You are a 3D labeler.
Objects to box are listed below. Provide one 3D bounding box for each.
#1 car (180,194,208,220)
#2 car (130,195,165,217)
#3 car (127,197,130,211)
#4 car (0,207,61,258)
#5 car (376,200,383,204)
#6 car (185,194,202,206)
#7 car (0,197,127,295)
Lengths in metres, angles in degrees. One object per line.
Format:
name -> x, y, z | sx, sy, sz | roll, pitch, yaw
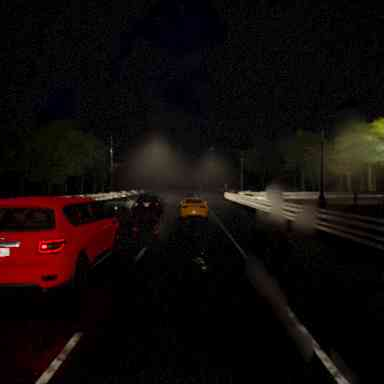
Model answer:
car -> 0.129, 1.137, 24.663 | 1.882, 1.535, 5.008 | 0, 1, 0
car -> -3.369, 0.978, 26.859 | 2.097, 1.767, 4.553 | 0, 1, 0
car -> -6.862, 1.146, 32.312 | 1.895, 1.301, 4.718 | 0, 1, 0
car -> -6.883, 1.401, 12.820 | 1.994, 1.385, 4.181 | 0, 1, 0
car -> 22.820, 0.578, 36.381 | 2.163, 1.488, 4.792 | 0, 0, -35
car -> 0.151, 0.954, 42.057 | 1.994, 1.385, 4.181 | 0, 1, 0
car -> -3.390, 1.122, 8.618 | 2.150, 2.045, 5.566 | 0, 1, 0
